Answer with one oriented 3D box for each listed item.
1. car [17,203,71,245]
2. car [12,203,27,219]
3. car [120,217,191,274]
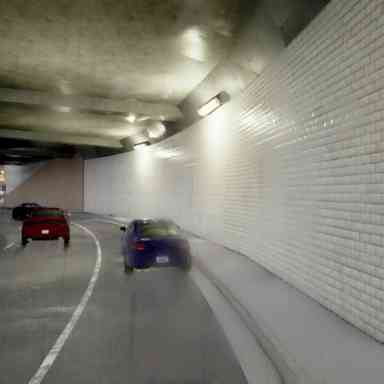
[{"bbox_3d":[-6.860,1.478,15.853,1.882,1.535,5.008,0,0,-21],"label":"car"},{"bbox_3d":[-13.196,1.565,26.886,1.994,1.385,4.181,0,0,-37],"label":"car"},{"bbox_3d":[-1.261,1.525,10.550,1.812,1.442,4.674,0,0,-13],"label":"car"}]
